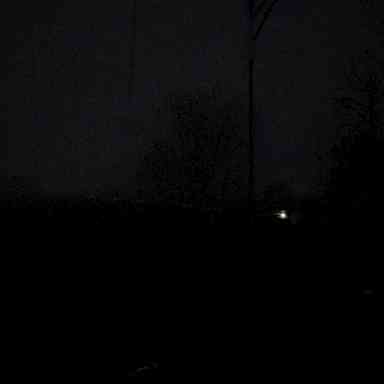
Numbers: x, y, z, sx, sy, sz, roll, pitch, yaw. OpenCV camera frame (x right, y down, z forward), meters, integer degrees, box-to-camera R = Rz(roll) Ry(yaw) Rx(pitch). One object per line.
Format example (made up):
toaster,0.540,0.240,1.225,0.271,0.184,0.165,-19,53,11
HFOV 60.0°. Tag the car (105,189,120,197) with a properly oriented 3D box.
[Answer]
car,-15.057,0.212,63.572,1.812,1.442,4.674,-1,2,-35

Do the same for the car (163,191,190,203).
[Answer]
car,-2.172,0.660,45.489,2.128,1.511,4.902,-1,2,-35

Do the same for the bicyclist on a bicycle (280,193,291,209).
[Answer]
bicyclist on a bicycle,9.606,0.950,34.184,1.656,1.620,0.582,0,1,-35
